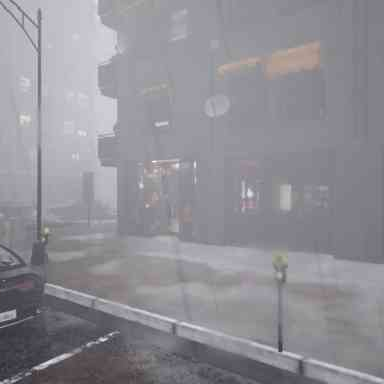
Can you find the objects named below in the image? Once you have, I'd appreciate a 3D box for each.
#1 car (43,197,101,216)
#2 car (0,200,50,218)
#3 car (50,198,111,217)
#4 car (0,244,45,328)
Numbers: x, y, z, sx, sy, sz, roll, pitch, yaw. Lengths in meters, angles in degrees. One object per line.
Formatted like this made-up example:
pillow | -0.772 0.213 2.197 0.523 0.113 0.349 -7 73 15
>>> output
car | -10.856 1.250 30.498 1.752 1.417 4.829 1 1 35
car | -13.955 1.350 26.079 2.008 1.369 4.403 1 1 35
car | -9.389 1.287 28.095 2.033 1.411 5.357 0 1 35
car | -4.433 1.551 6.049 4.403 1.369 2.008 0 0 36
